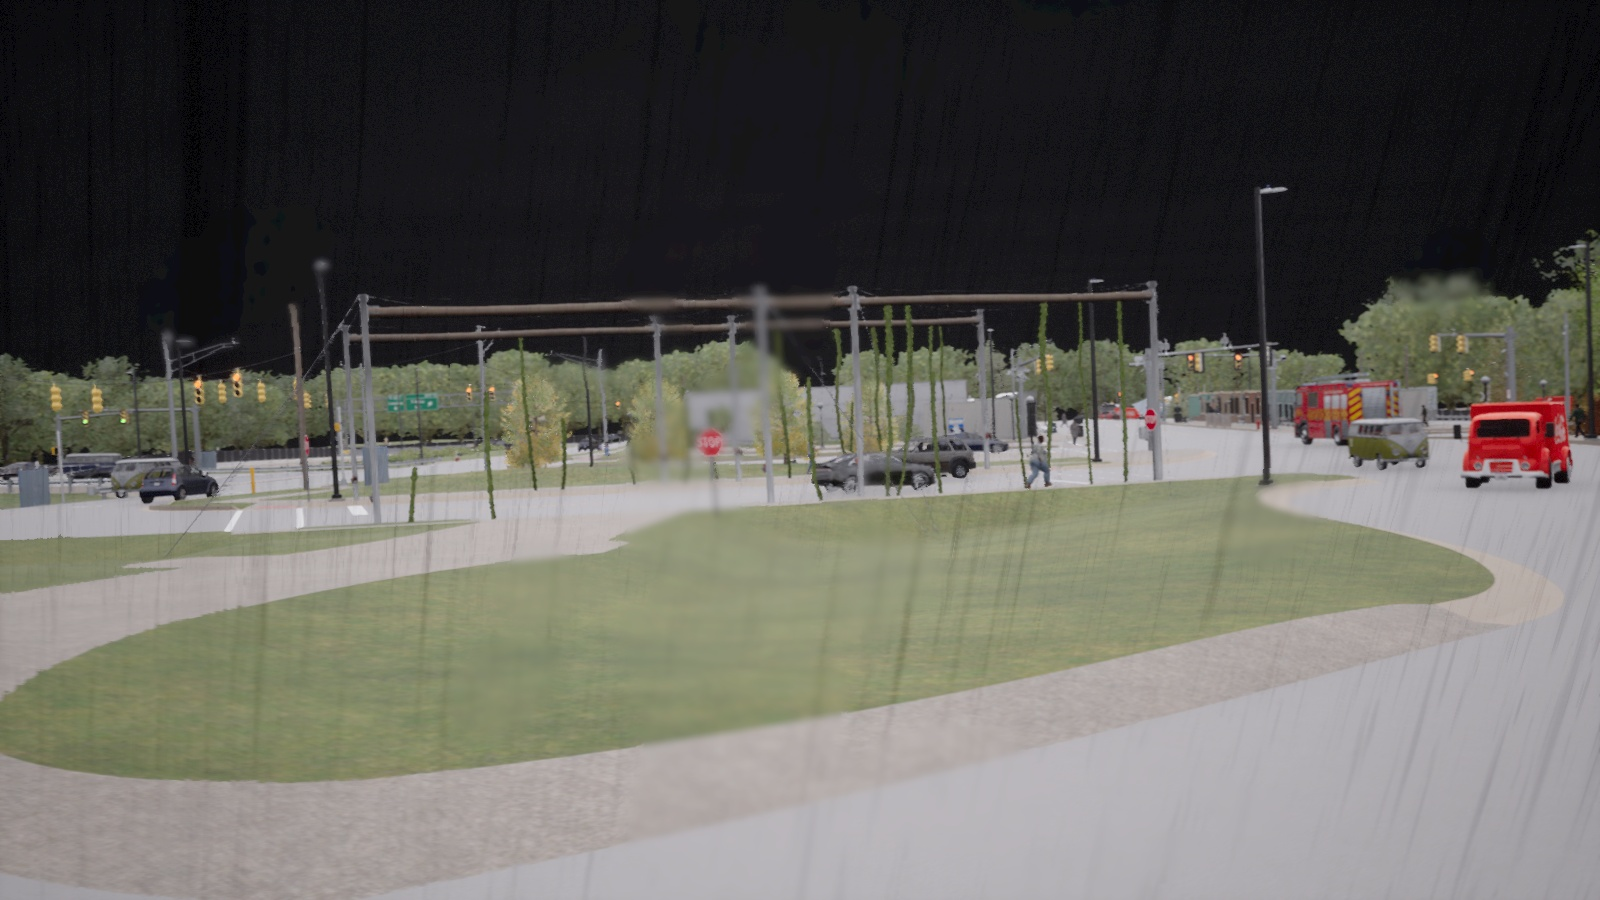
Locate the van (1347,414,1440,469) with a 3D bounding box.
[{"bbox_3d":[23.484,-0.392,49.881,1.775,1.987,4.442,-4,1,4],"label":"van"}]

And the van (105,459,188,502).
[{"bbox_3d":[-33.999,1.570,65.468,1.775,1.987,4.442,-3,1,3],"label":"van"}]

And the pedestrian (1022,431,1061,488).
[{"bbox_3d":[8.122,0.306,42.226,0.900,1.855,0.874,-4,3,-15],"label":"pedestrian"}]

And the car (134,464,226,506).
[{"bbox_3d":[-27.451,1.514,55.749,1.851,1.617,3.988,-3,1,3],"label":"car"}]

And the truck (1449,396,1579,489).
[{"bbox_3d":[20.992,-0.274,36.804,2.627,2.467,5.204,-1,2,37],"label":"truck"}]

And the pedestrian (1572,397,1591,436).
[{"bbox_3d":[38.872,-1.670,62.462,0.423,1.949,0.788,-3,3,-1],"label":"pedestrian"}]

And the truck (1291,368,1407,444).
[{"bbox_3d":[30.270,-2.382,69.698,2.891,3.827,8.468,-3,1,3],"label":"truck"}]

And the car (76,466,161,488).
[{"bbox_3d":[-46.257,1.846,85.254,4.718,1.301,1.895,-1,1,3],"label":"car"}]

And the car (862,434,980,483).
[{"bbox_3d":[5.199,0.325,54.069,4.605,1.855,1.932,-3,2,-21],"label":"car"}]

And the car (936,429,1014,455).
[{"bbox_3d":[11.353,-0.535,81.861,4.792,1.488,2.163,-2,2,2],"label":"car"}]

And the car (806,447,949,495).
[{"bbox_3d":[2.928,0.768,47.492,4.902,1.511,2.128,-3,2,-24],"label":"car"}]
